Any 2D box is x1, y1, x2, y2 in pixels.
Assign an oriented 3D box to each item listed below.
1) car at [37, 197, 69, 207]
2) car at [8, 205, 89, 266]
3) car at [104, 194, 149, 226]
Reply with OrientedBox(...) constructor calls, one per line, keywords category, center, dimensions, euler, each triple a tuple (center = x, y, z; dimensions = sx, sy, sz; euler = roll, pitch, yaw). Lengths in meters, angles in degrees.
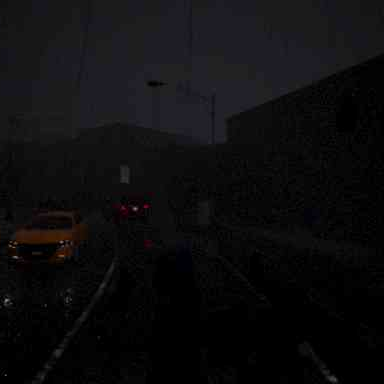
OrientedBox(category="car", center=(-15.807, 1.323, 37.757), dimensions=(5.008, 1.535, 1.882), euler=(1, 0, 42))
OrientedBox(category="car", center=(-4.800, 1.440, 11.733), dimensions=(1.882, 1.535, 5.008), euler=(0, 0, -11))
OrientedBox(category="car", center=(-4.725, 1.158, 23.471), dimensions=(2.150, 2.045, 5.566), euler=(1, 0, -25))
